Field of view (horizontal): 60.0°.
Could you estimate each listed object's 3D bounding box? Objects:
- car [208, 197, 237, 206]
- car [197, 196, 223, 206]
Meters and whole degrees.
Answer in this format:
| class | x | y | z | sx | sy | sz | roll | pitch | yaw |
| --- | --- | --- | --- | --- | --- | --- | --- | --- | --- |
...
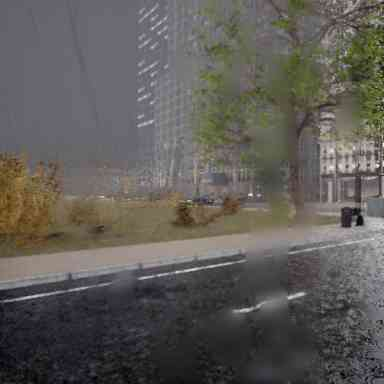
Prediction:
| class | x | y | z | sx | sy | sz | roll | pitch | yaw |
| --- | --- | --- | --- | --- | --- | --- | --- | --- | --- |
| car | 4.735 | 1.442 | 51.891 | 1.895 | 1.301 | 4.718 | 1 | 0 | -34 |
| car | 2.120 | 1.294 | 49.947 | 2.128 | 1.511 | 4.902 | 1 | 0 | -34 |
